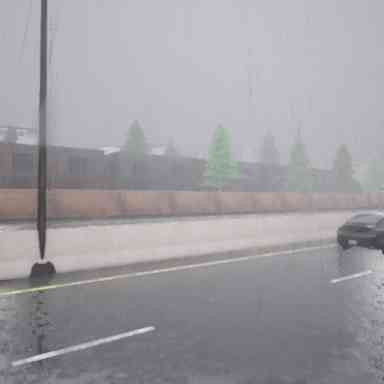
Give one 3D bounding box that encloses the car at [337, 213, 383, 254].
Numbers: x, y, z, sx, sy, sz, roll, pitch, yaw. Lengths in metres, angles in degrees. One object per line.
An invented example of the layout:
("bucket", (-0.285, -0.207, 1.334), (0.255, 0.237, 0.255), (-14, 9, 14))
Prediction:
("car", (7.995, 1.642, 13.869), (4.892, 1.490, 1.837), (0, 0, -35))
